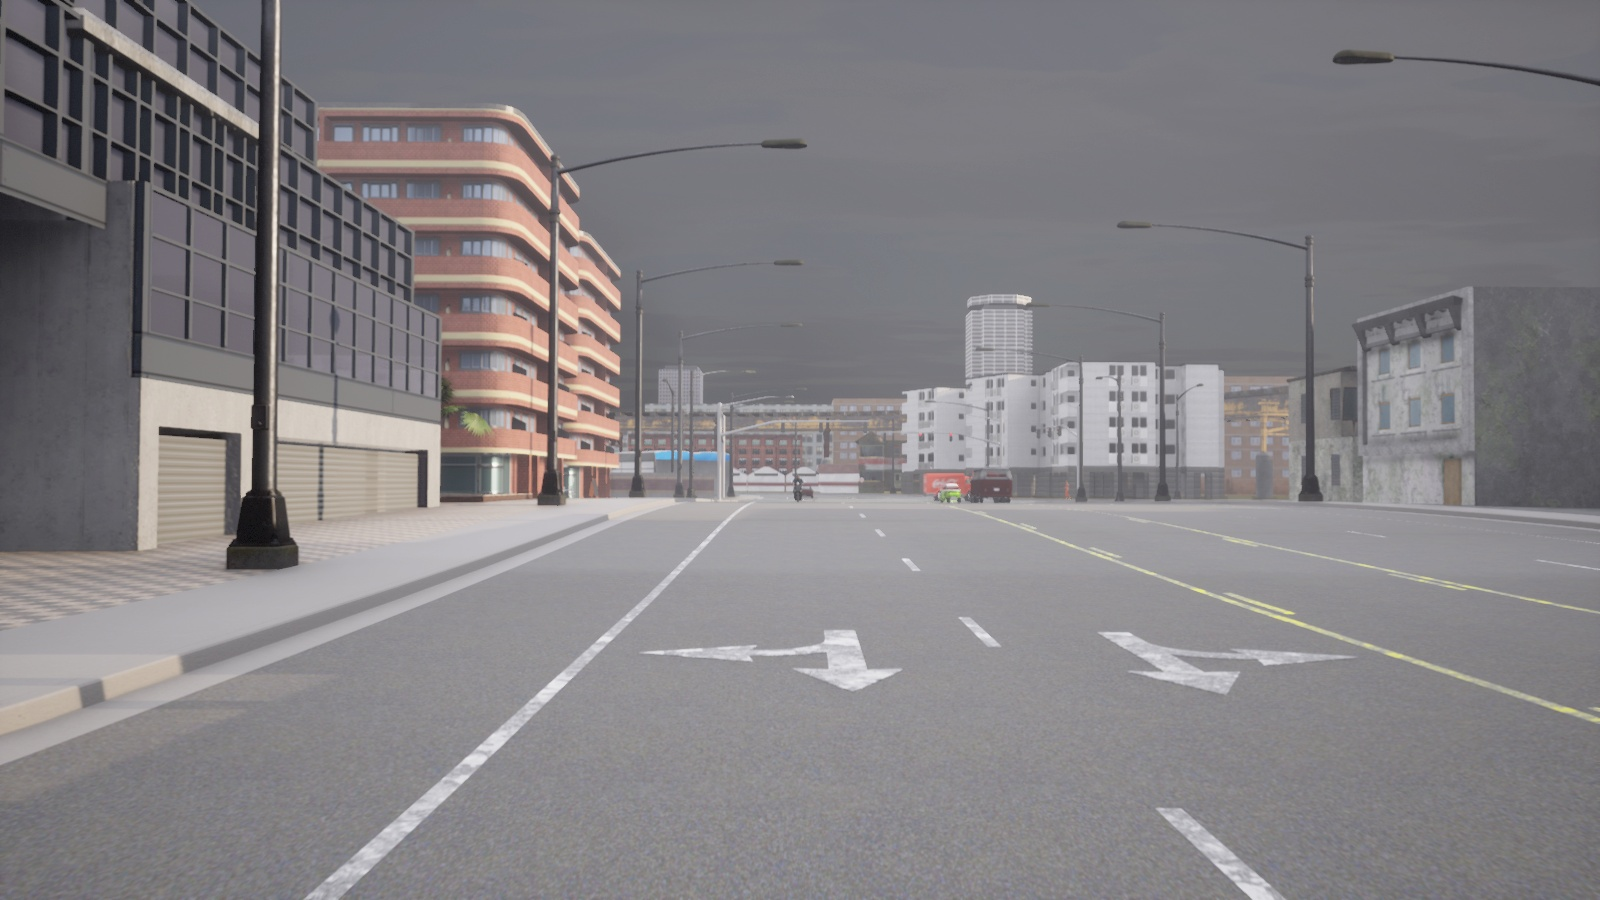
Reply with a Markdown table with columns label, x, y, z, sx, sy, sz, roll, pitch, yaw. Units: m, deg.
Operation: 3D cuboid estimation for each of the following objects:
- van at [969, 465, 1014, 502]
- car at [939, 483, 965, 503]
| label | x | y | z | sx | sy | sz | roll | pitch | yaw |
| --- | --- | --- | --- | --- | --- | --- | --- | --- | --- |
| van | 10.410 | 1.862 | 68.610 | 1.775 | 1.987 | 4.442 | 0 | -3 | 0 |
| car | 10.440 | 2.940 | 86.421 | 1.481 | 1.376 | 2.207 | 0 | -2 | -1 |
